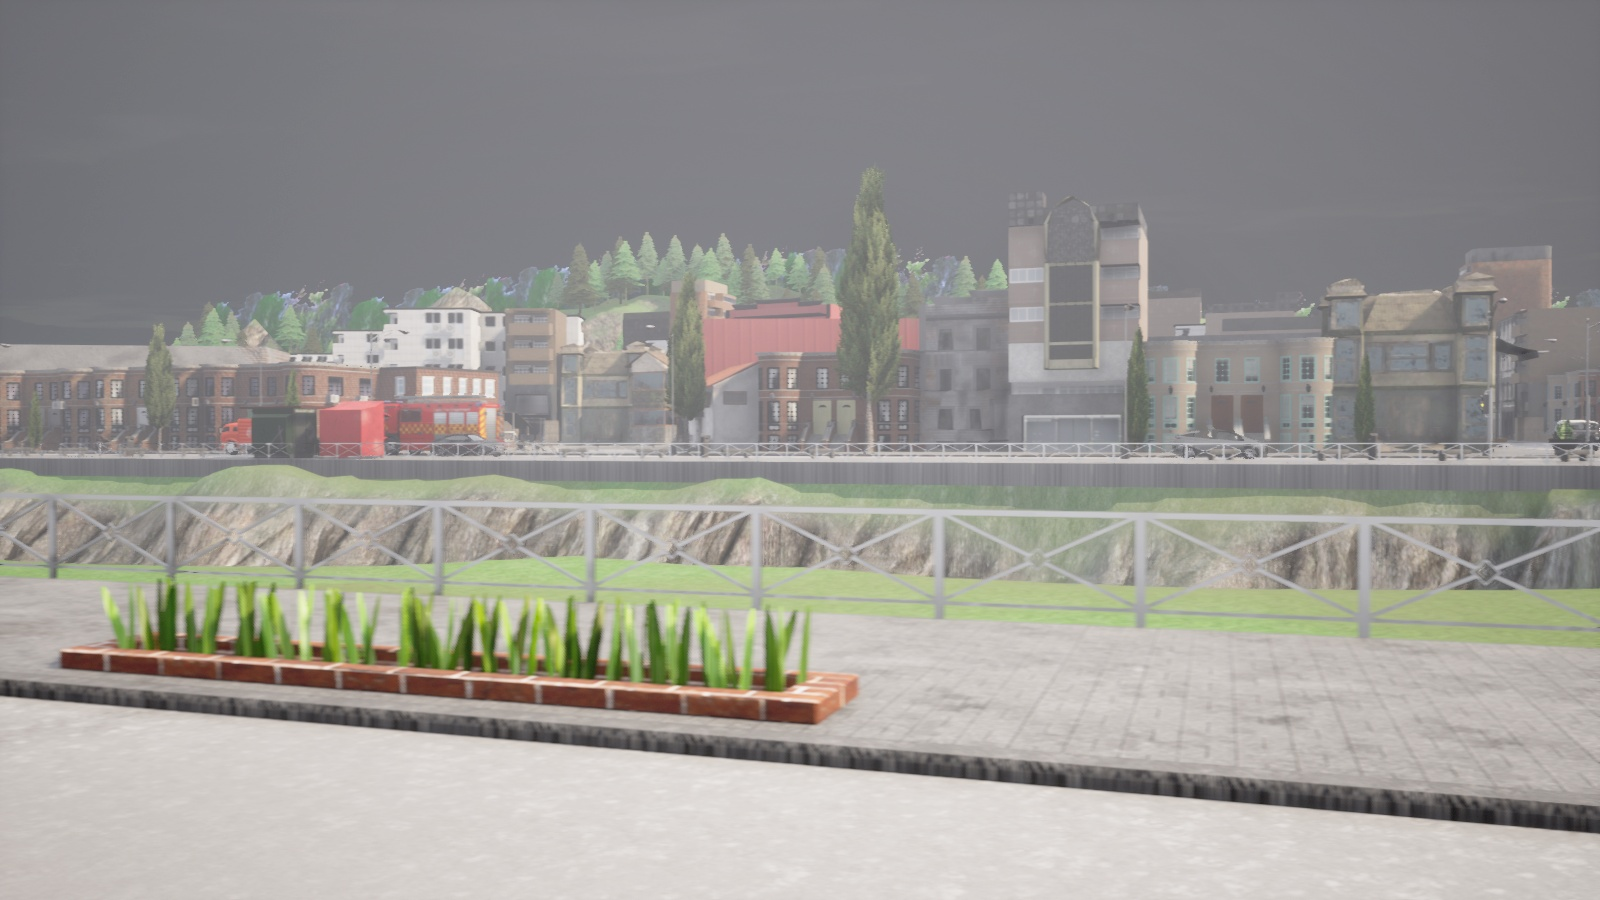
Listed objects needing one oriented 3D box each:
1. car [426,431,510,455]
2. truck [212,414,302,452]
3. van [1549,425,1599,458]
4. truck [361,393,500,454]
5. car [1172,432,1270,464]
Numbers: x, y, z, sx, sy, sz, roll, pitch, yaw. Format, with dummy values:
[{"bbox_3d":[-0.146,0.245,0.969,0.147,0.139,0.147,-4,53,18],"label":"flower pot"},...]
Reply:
[{"bbox_3d":[-19.955,-0.432,75.537,4.674,1.442,1.812,1,1,19],"label":"car"},{"bbox_3d":[-36.969,-1.168,85.466,5.204,2.467,2.627,1,1,19],"label":"truck"},{"bbox_3d":[49.925,-0.556,80.780,2.069,2.038,4.480,1,1,19],"label":"van"},{"bbox_3d":[-23.817,-1.725,81.036,8.468,3.827,2.891,1,1,19],"label":"truck"},{"bbox_3d":[20.716,-0.139,61.866,4.514,1.525,2.007,1,1,19],"label":"car"}]
